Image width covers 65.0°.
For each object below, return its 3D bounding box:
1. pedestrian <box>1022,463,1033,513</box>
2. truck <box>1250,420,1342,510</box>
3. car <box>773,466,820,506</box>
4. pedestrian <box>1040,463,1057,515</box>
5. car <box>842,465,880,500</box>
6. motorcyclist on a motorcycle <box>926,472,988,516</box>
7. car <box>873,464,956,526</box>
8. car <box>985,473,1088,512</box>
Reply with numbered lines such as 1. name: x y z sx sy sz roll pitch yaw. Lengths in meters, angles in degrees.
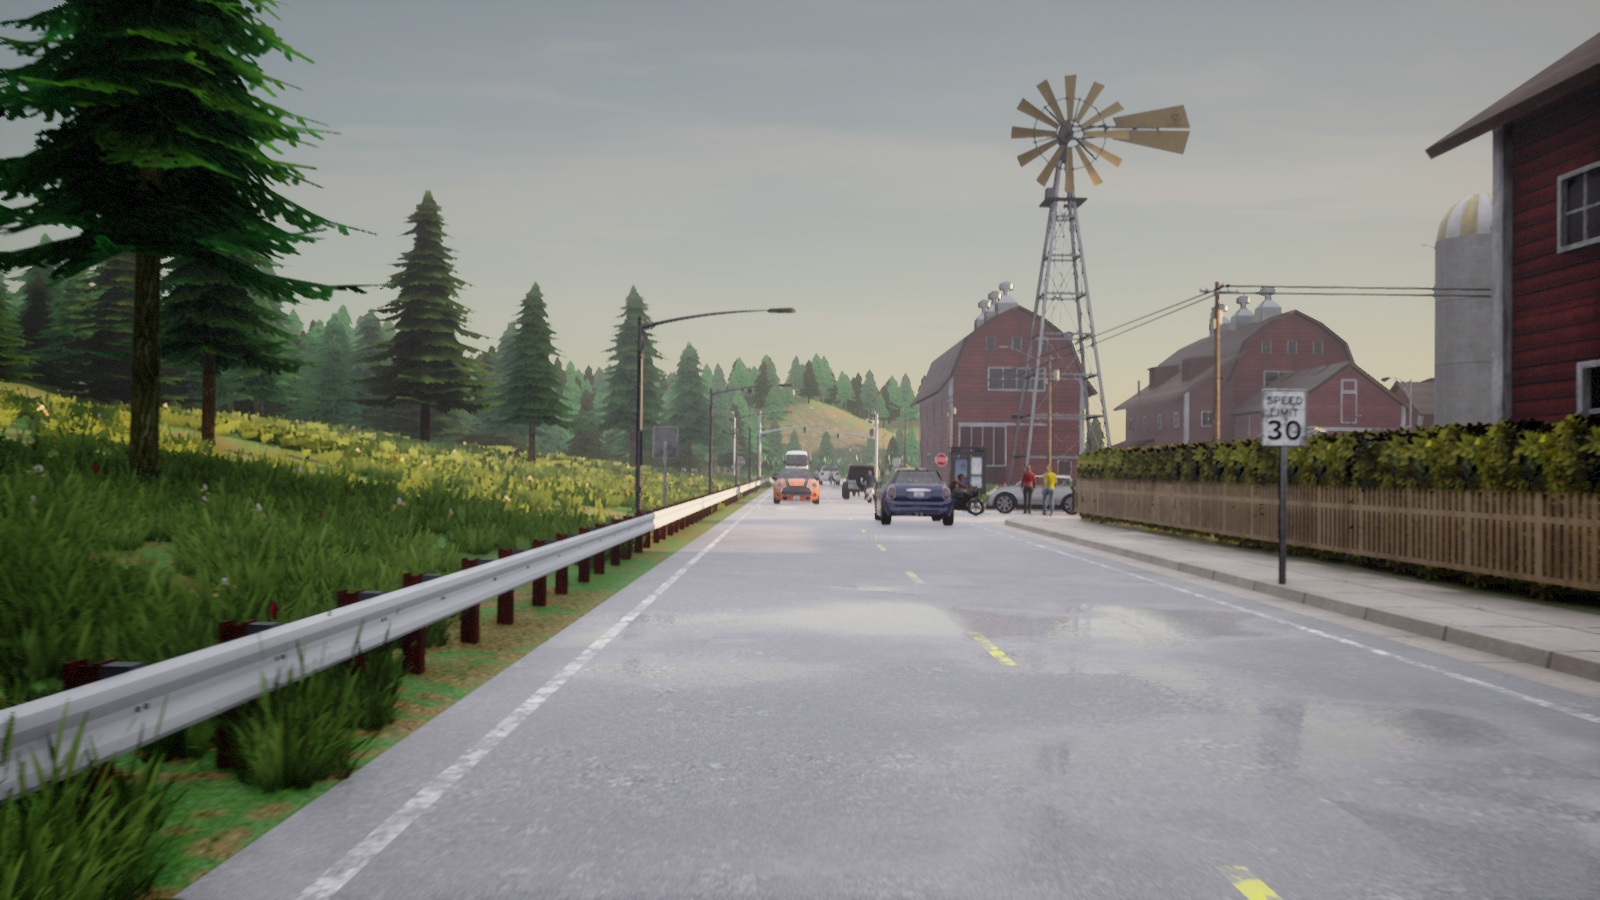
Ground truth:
1. pedestrian: 8.423 1.403 46.437 0.331 1.846 0.636 0 -1 4
2. truck: 22.969 0.695 57.828 2.891 3.827 8.468 0 -1 29
3. car: -0.142 1.639 58.532 2.097 1.767 4.553 0 -1 0
4. pedestrian: 8.773 1.370 44.360 0.354 1.836 0.706 0 -1 -10
5. car: 3.331 1.764 69.244 1.905 1.878 3.866 0 -1 0
6. motorcyclist on a motorcycle: 5.627 1.565 44.963 2.044 1.523 0.797 0 -1 22
7. car: 3.410 1.321 38.146 2.097 1.767 4.553 0 -1 0
8. car: 9.081 1.618 48.432 3.806 1.475 1.970 0 -1 10
